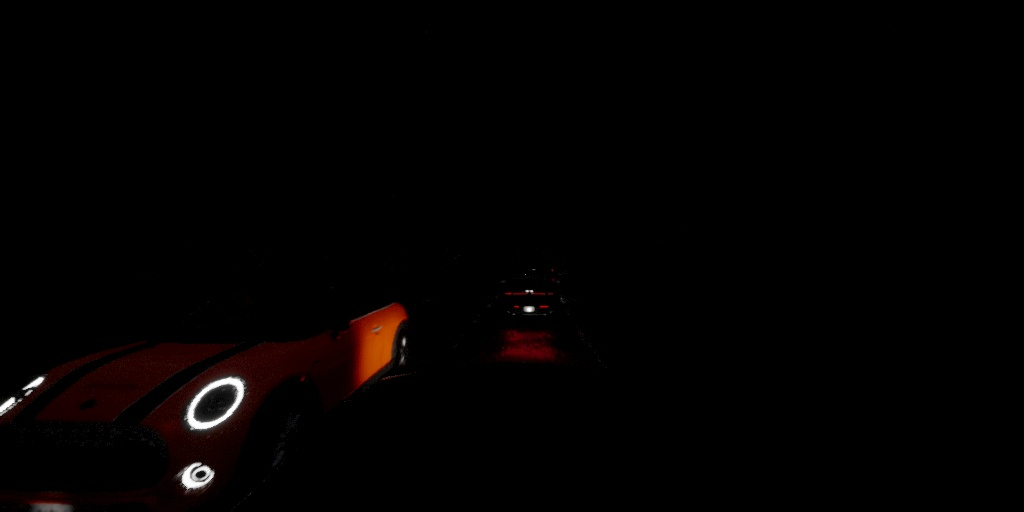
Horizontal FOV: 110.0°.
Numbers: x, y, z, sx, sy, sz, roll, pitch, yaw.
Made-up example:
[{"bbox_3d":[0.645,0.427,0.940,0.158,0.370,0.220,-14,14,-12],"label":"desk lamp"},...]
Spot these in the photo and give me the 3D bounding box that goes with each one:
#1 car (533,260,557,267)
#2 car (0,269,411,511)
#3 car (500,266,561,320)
[{"bbox_3d":[3.415,1.315,34.729,1.895,1.301,4.718,0,0,10],"label":"car"},{"bbox_3d":[-2.941,1.100,4.598,2.097,1.767,4.553,0,0,2],"label":"car"},{"bbox_3d":[0.649,1.250,12.554,1.837,1.490,4.892,0,0,4],"label":"car"}]
